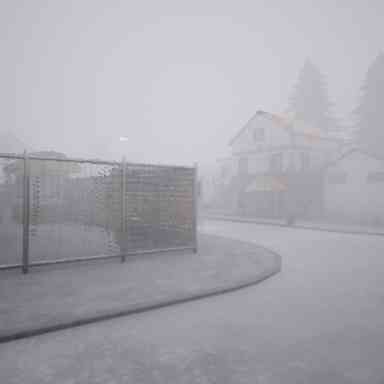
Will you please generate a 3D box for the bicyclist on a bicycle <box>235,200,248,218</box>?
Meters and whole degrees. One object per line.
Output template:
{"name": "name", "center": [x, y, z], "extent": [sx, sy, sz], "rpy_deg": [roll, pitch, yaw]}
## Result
{"name": "bicyclist on a bicycle", "center": [4.542, 1.585, 30.491], "extent": [1.656, 1.620, 0.582], "rpy_deg": [0, 0, -35]}
